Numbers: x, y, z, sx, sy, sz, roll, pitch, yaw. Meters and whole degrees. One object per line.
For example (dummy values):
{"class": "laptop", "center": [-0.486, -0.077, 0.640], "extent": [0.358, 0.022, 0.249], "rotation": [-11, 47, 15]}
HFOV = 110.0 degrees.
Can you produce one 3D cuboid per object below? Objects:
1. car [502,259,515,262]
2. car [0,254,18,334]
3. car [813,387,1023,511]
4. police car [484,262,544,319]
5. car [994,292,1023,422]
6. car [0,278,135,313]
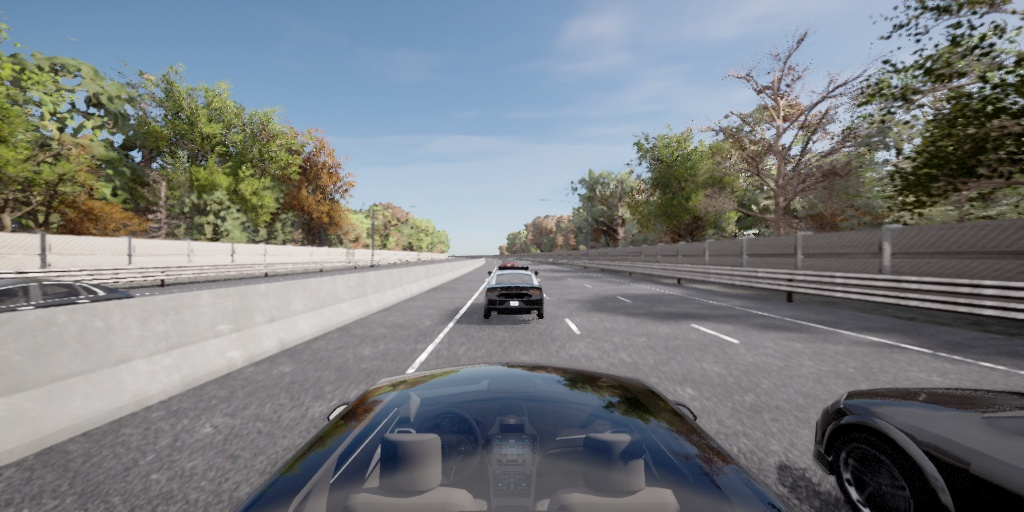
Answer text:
{"class": "car", "center": [-0.403, 1.117, 43.011], "extent": [2.097, 1.767, 4.553], "rotation": [0, 0, -1]}
{"class": "car", "center": [-14.115, 0.977, 6.689], "extent": [2.150, 2.045, 5.566], "rotation": [0, 0, 0]}
{"class": "car", "center": [3.592, 1.313, 1.342], "extent": [1.994, 1.385, 4.181], "rotation": [0, 0, 0]}
{"class": "police car", "center": [0.051, 1.179, 13.019], "extent": [1.930, 1.638, 5.238], "rotation": [0, 0, 0]}
{"class": "car", "center": [7.091, 1.226, 2.073], "extent": [1.882, 1.535, 5.008], "rotation": [0, 0, 0]}
{"class": "car", "center": [-10.619, 1.259, 7.229], "extent": [1.837, 1.490, 4.892], "rotation": [0, 0, 0]}
